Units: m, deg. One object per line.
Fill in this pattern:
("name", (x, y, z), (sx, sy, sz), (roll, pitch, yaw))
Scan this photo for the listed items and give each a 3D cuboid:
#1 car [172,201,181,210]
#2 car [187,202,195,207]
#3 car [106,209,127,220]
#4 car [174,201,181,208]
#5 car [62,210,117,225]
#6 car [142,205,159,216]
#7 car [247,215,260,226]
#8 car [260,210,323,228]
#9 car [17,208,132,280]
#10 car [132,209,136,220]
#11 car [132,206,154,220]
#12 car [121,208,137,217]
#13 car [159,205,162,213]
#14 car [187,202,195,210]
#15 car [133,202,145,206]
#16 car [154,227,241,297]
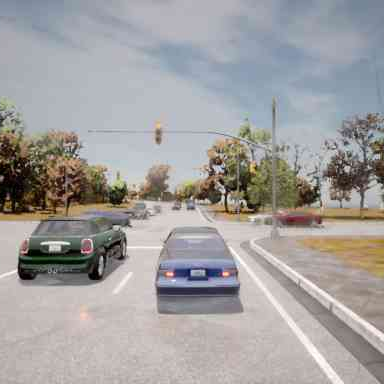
("car", (-3.731, 3.531, 77.806), (1.895, 1.301, 4.718), (0, 0, 0))
("car", (-0.356, 3.296, 87.934), (1.994, 1.385, 4.181), (0, 0, -4))
("car", (-10.773, 3.204, 47.571), (2.033, 1.411, 5.357), (0, -2, -3))
("car", (-3.854, 3.240, 87.838), (1.837, 1.490, 4.892), (0, 0, -4))
("car", (-10.326, 2.549, 33.628), (5.008, 1.535, 1.882), (0, -3, 5))
("car", (-7.251, 3.427, 57.660), (1.812, 1.442, 4.674), (0, -1, 0))
("car", (7.835, 2.566, 33.005), (4.674, 1.442, 1.812), (0, -3, -1))
("car", (8.952, 2.358, 29.536), (5.008, 1.535, 1.882), (0, -3, -1))
("car", (-3.447, 1.485, 10.487), (2.097, 1.767, 4.553), (0, -1, 0))
("car", (-7.570, 2.463, 29.889), (4.181, 1.385, 1.994), (0, -3, 4))
("car", (-7.232, 3.153, 47.769), (2.128, 1.511, 4.902), (0, -2, 1))
("car", (-10.754, 3.499, 57.448), (1.895, 1.301, 4.718), (0, -1, 0))
("car", (-7.215, 3.481, 67.950), (1.837, 1.490, 4.892), (0, 0, 0))
("car", (-0.231, 3.459, 77.751), (1.812, 1.442, 4.674), (0, 0, 0))
("car", (-10.704, 3.197, 68.205), (2.150, 2.045, 5.566), (0, 0, 0))
("car", (0.066, 1.645, 8.873), (2.033, 1.411, 5.357), (0, -1, -1))
